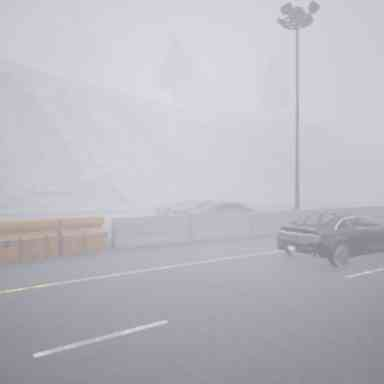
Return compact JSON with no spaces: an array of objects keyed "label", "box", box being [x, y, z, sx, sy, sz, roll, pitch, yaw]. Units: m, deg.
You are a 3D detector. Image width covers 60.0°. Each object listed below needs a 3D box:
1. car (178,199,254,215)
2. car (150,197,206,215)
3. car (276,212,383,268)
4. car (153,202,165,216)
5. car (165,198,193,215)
[{"label":"car","box":[1.838,1.374,21.513,4.892,1.490,1.837,0,0,-30]},{"label":"car","box":[-1.349,1.309,31.757,4.902,1.511,2.128,0,0,-29]},{"label":"car","box":[4.965,1.415,10.953,4.902,1.511,2.128,0,0,-31]},{"label":"car","box":[-0.662,1.314,28.138,5.008,1.535,1.882,0,0,-29]},{"label":"car","box":[0.812,1.329,24.961,5.008,1.535,1.882,0,0,-29]}]
